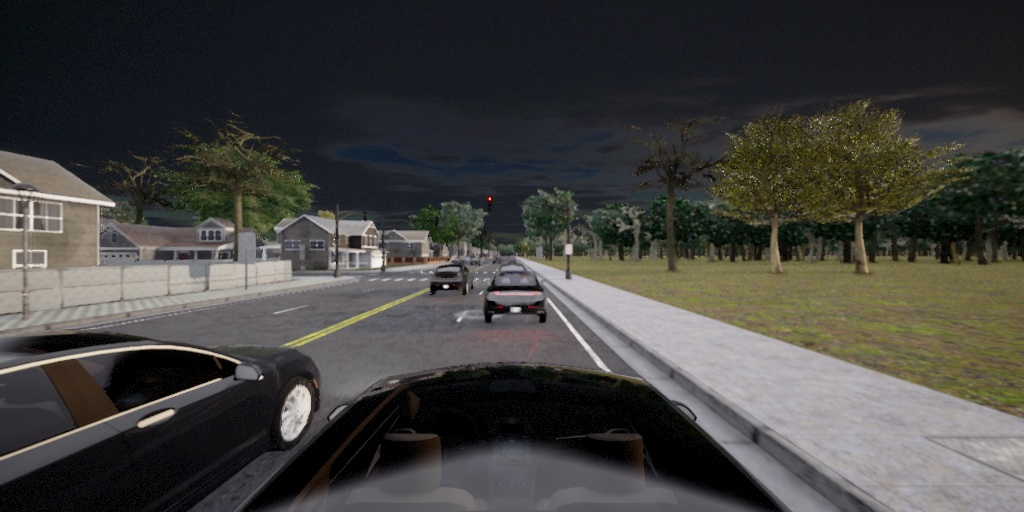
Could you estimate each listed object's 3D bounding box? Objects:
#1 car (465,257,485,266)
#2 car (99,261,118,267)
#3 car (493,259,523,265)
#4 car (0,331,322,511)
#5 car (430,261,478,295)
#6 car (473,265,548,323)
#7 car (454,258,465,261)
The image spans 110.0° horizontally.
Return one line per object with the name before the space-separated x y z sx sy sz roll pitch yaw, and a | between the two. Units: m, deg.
car | -6.503 1.101 64.018 2.033 1.411 5.357 0 0 1
car | -37.671 1.196 33.577 5.008 1.535 1.882 0 0 0
car | 0.034 1.173 21.351 1.882 1.535 5.008 0 0 1
car | -3.151 1.252 2.260 1.837 1.490 4.892 0 0 0
car | -3.146 1.205 19.467 1.837 1.490 4.892 0 0 0
car | 0.102 1.213 11.949 2.128 1.511 4.902 0 0 0
car | -9.753 1.101 64.019 2.033 1.411 5.357 0 0 1
